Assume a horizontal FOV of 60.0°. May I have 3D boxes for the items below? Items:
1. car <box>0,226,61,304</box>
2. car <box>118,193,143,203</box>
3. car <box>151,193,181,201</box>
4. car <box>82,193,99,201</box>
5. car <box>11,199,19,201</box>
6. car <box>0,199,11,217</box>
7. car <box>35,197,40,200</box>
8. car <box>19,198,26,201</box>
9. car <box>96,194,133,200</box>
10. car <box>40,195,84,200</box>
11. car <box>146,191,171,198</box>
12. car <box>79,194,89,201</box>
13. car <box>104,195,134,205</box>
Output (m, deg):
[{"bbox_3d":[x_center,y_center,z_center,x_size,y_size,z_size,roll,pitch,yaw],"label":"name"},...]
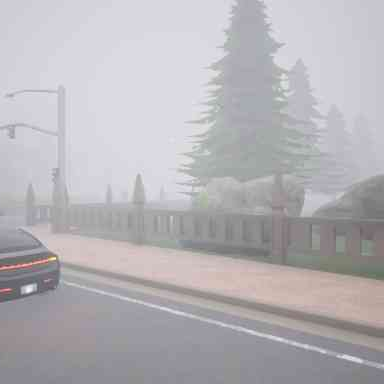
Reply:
[{"bbox_3d":[-4.919,1.505,7.445,4.892,1.490,1.837,0,0,36],"label":"car"},{"bbox_3d":[-11.915,1.151,64.705,1.837,1.490,4.892,0,3,36],"label":"car"},{"bbox_3d":[-3.513,1.366,52.101,2.128,1.511,4.902,0,2,35],"label":"car"},{"bbox_3d":[-17.985,1.197,56.227,2.150,2.045,5.566,0,1,36],"label":"car"},{"bbox_3d":[-22.604,1.564,37.772,1.994,1.385,4.181,0,0,36],"label":"car"},{"bbox_3d":[-17.584,1.505,26.423,1.837,1.490,4.892,0,0,36],"label":"car"},{"bbox_3d":[-23.686,1.505,48.268,1.837,1.490,4.892,0,0,36],"label":"car"},{"bbox_3d":[-23.985,1.547,41.846,2.033,1.411,5.357,0,0,36],"label":"car"},{"bbox_3d":[-12.138,1.479,52.384,1.837,1.490,4.892,0,1,36],"label":"car"},{"bbox_3d":[-17.500,1.526,44.882,1.812,1.442,4.674,0,0,36],"label":"car"},{"bbox_3d":[-5.974,0.845,60.982,2.150,2.045,5.566,0,3,36],"label":"car"},{"bbox_3d":[-18.492,1.491,49.508,2.128,1.511,4.902,0,0,36],"label":"car"},{"bbox_3d":[-12.634,1.383,57.707,2.128,1.511,4.902,0,2,36],"label":"car"}]
